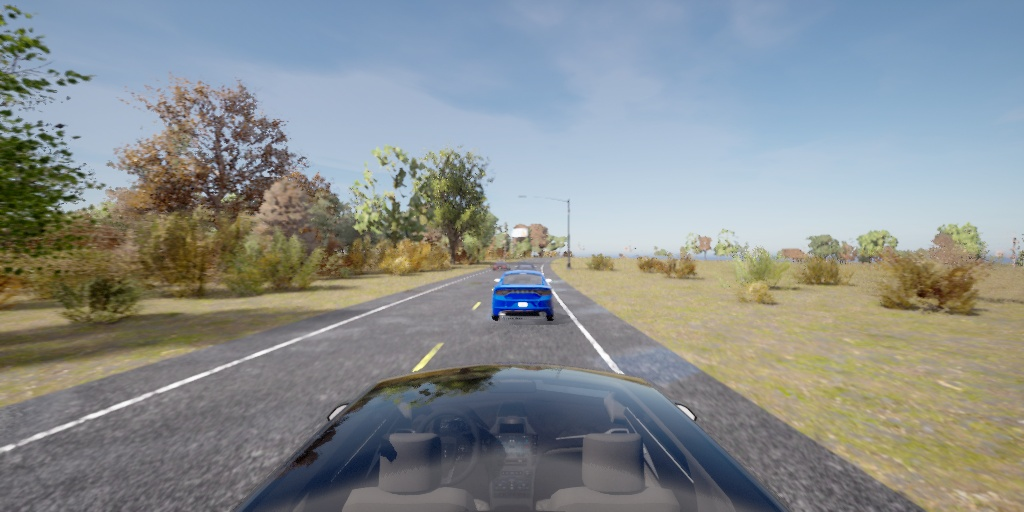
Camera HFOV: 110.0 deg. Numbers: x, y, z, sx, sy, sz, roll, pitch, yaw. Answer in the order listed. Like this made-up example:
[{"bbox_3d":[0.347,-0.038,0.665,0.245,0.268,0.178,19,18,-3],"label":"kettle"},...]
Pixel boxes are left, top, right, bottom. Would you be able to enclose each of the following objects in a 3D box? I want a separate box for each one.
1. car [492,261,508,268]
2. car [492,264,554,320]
[{"bbox_3d":[-1.390,1.310,46.923,1.994,1.385,4.181,0,0,5],"label":"car"},{"bbox_3d":[0.385,1.231,12.672,1.882,1.535,5.008,0,0,2],"label":"car"}]
